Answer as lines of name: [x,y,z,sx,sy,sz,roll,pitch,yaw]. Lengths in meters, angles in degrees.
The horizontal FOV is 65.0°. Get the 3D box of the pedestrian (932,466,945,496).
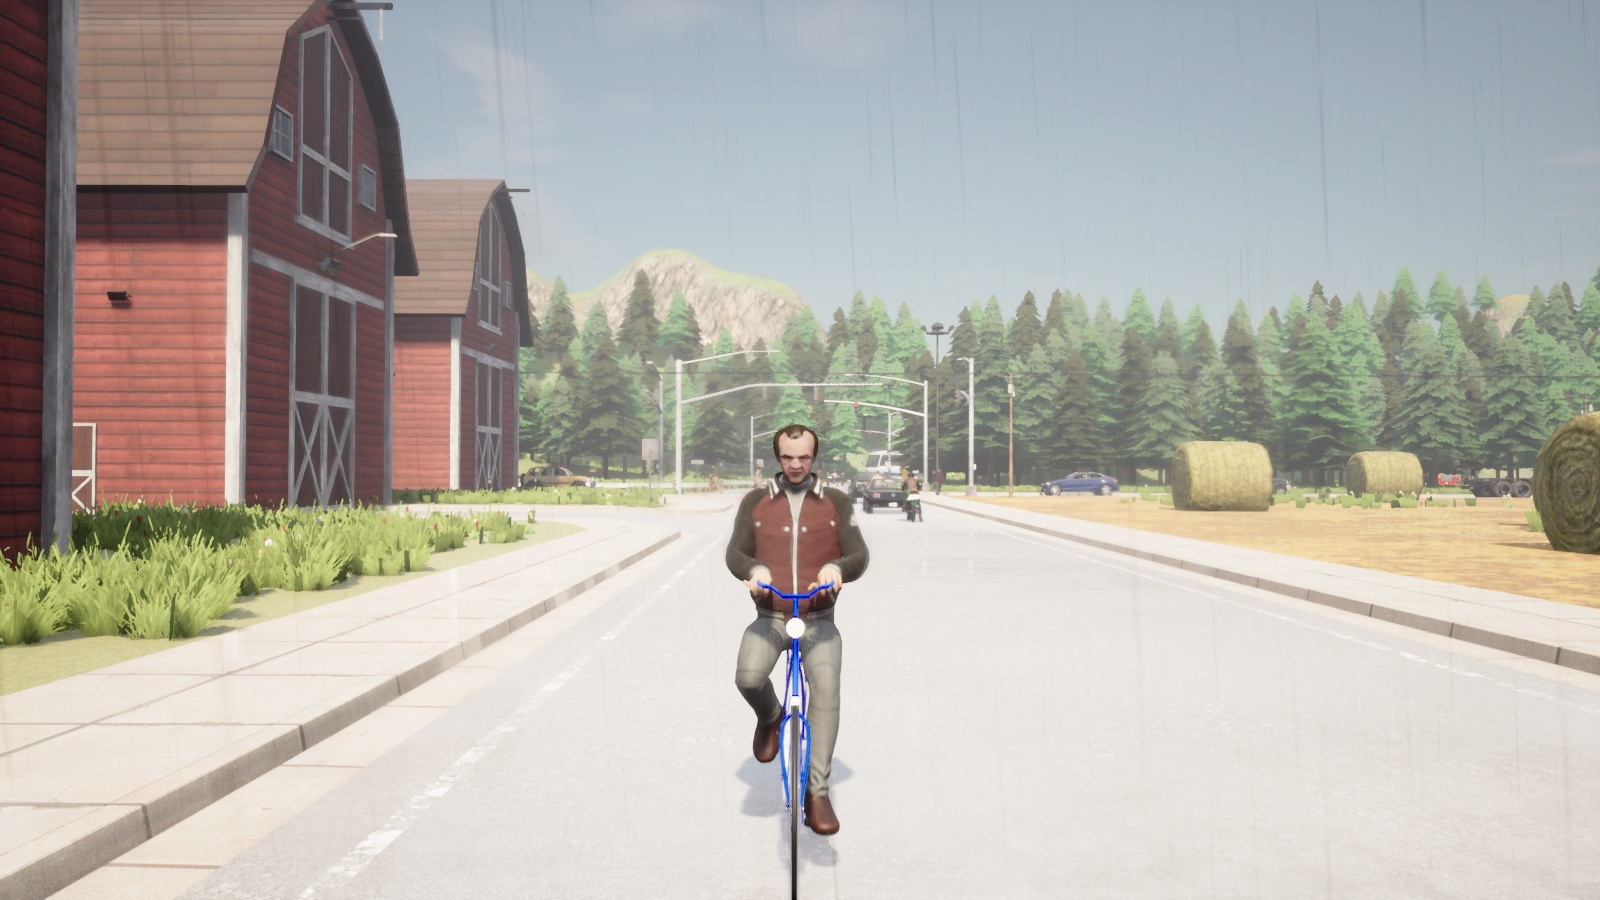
pedestrian: [8.583,1.906,77.930,0.634,1.844,0.899,0,-1,-3]

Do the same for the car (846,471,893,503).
car: [3.355,1.770,61.217,2.007,1.525,4.514,0,-1,0]

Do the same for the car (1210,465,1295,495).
car: [28.141,1.856,78.252,4.605,1.855,1.932,0,-1,1]

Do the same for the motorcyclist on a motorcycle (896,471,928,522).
motorcyclist on a motorcycle: [3.412,1.405,38.440,0.797,1.523,2.044,0,-1,0]

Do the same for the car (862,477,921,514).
car: [3.386,1.696,47.437,1.895,1.301,4.718,0,-1,0]

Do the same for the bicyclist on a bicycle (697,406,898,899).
bicyclist on a bicycle: [-0.013,0.770,5.085,0.659,1.776,1.843,0,-2,0]

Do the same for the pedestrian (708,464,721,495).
pedestrian: [-5.080,1.733,74.248,0.694,1.848,0.540,0,-1,4]

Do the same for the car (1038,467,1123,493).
car: [18.268,1.919,81.906,5.027,1.651,2.152,0,-1,1]

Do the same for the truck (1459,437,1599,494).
truck: [45.701,0.983,77.990,7.936,3.462,2.891,0,-1,1]

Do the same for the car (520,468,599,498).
car: [-15.095,2.041,78.929,4.605,1.855,1.932,0,-1,1]
